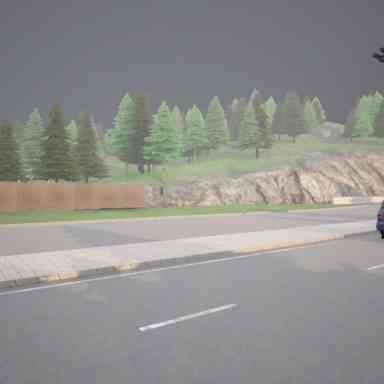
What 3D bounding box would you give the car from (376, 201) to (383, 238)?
[{"bbox_3d":[11.114,1.223,16.058,5.566,2.045,2.150,0,0,-35],"label":"car"}]
